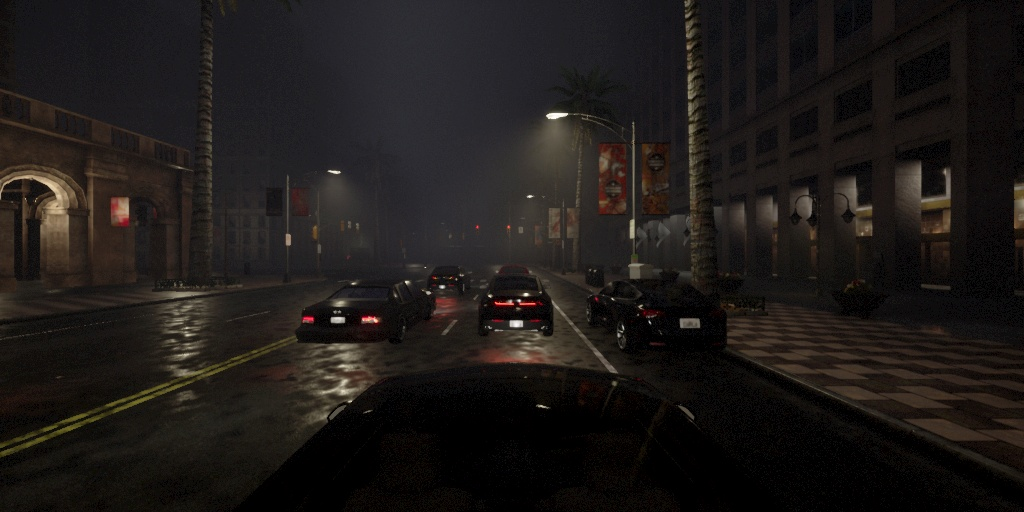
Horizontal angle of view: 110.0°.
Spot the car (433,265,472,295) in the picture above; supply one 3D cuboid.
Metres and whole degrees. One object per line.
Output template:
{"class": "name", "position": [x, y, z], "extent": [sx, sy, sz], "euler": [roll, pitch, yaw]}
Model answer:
{"class": "car", "position": [-3.395, 1.255, 19.876], "extent": [1.837, 1.490, 4.892], "euler": [0, 0, 0]}

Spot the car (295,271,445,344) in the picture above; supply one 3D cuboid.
{"class": "car", "position": [-3.397, 1.297, 9.511], "extent": [2.033, 1.411, 5.357], "euler": [0, 0, 0]}

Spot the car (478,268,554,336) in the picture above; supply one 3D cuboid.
{"class": "car", "position": [0.091, 1.254, 10.369], "extent": [1.837, 1.490, 4.892], "euler": [0, 0, 0]}

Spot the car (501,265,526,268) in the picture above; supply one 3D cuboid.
{"class": "car", "position": [0.100, 1.227, 19.819], "extent": [1.882, 1.535, 5.008], "euler": [0, 0, 0]}
